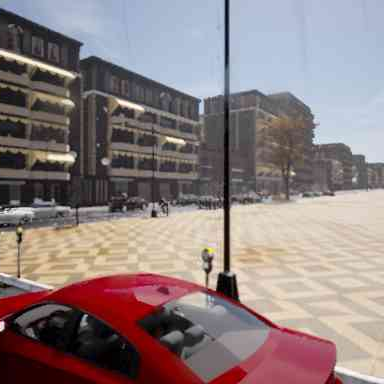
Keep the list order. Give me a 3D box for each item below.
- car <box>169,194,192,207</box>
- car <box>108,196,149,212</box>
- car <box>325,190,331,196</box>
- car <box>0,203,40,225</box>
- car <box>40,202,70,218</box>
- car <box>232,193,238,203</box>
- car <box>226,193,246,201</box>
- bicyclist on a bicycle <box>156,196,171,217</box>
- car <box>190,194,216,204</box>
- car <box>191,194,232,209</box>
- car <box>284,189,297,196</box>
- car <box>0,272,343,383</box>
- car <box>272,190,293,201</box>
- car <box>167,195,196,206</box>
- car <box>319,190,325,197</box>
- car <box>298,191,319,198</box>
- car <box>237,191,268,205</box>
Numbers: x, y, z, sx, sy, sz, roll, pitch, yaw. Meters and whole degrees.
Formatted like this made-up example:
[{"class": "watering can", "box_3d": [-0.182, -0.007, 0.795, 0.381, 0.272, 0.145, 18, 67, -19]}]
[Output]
[{"class": "car", "box_3d": [-0.803, 1.090, 43.582, 2.128, 1.511, 4.902, 0, 1, 35]}, {"class": "car", "box_3d": [-6.676, 1.264, 35.131, 1.837, 1.490, 4.892, 0, 1, 35]}, {"class": "car", "box_3d": [33.995, 0.235, 83.616, 1.967, 1.590, 4.097, 1, 1, 35]}, {"class": "car", "box_3d": [-12.643, 1.593, 21.285, 1.895, 1.301, 4.718, 0, 1, 33]}, {"class": "car", "box_3d": [-12.408, 1.517, 26.867, 1.895, 1.301, 4.718, 0, 1, 35]}, {"class": "car", "box_3d": [7.156, 1.002, 49.552, 2.033, 1.411, 5.357, 0, 1, 35]}, {"class": "car", "box_3d": [8.072, 0.864, 60.934, 1.947, 1.339, 4.313, 1, 2, 35]}, {"class": "bicyclist on a bicycle", "box_3d": [-2.307, 1.144, 26.098, 1.656, 1.620, 0.582, 0, 1, 35]}, {"class": "car", "box_3d": [1.726, 1.021, 51.780, 2.008, 1.369, 4.403, 1, 2, 35]}, {"class": "car", "box_3d": [2.267, 1.200, 37.851, 2.008, 1.369, 4.403, 1, 2, 35]}, {"class": "car", "box_3d": [23.936, 0.188, 83.812, 2.192, 1.841, 5.009, 1, 2, 35]}, {"class": "car", "box_3d": [-0.861, 1.564, 3.481, 4.507, 1.381, 1.887, -1, 0, 36]}, {"class": "car", "box_3d": [15.056, 0.828, 56.298, 1.752, 1.417, 4.829, 1, 2, 35]}, {"class": "car", "box_3d": [-1.446, 1.122, 47.203, 1.947, 1.339, 4.313, 1, 2, 35]}, {"class": "car", "box_3d": [27.649, 0.515, 74.465, 2.008, 1.369, 4.403, 1, 1, 35]}, {"class": "car", "box_3d": [24.477, 0.600, 69.889, 2.008, 1.369, 4.403, 1, 1, 35]}, {"class": "car", "box_3d": [8.613, 1.027, 47.005, 2.008, 1.369, 4.403, 1, 2, 35]}]
